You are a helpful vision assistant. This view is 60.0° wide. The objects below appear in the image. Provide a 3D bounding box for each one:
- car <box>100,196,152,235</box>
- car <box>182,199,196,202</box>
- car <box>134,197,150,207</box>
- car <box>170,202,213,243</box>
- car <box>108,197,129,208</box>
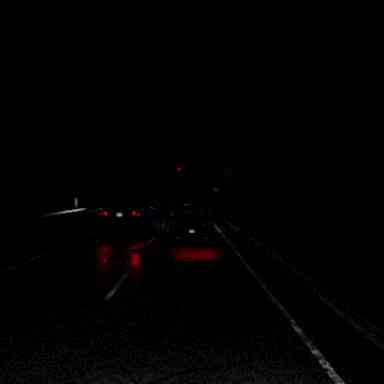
[{"bbox_3d":[-3.563,1.213,18.838,2.150,2.045,5.566,0,0,-1],"label":"car"},{"bbox_3d":[-0.282,1.478,35.500,2.128,1.511,4.902,0,0,-1],"label":"car"},{"bbox_3d":[-7.588,1.516,50.642,1.812,1.442,4.674,0,0,-1],"label":"car"},{"bbox_3d":[-0.033,1.471,16.184,1.882,1.535,5.008,0,0,-1],"label":"car"},{"bbox_3d":[-11.088,1.493,50.681,2.128,1.511,4.902,0,0,-1],"label":"car"}]
